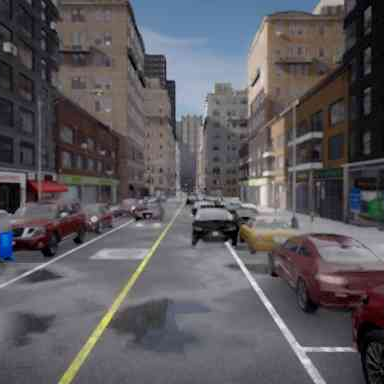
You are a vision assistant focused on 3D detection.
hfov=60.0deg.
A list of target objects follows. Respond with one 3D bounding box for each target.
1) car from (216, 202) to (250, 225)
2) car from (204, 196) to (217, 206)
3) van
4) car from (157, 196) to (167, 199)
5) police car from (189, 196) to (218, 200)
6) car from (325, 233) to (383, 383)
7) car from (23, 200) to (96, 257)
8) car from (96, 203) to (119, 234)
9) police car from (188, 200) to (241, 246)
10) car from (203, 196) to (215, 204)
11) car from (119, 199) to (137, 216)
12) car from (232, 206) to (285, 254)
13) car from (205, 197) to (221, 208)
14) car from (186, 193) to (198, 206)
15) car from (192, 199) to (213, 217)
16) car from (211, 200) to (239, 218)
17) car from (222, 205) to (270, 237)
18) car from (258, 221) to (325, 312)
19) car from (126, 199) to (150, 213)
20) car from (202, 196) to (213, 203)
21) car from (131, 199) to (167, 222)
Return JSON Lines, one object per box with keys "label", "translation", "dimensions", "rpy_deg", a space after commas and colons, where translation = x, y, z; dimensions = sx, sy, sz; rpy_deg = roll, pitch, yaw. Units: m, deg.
{"label": "car", "translation": [2.872, 1.495, 24.132], "dimensions": [1.947, 1.339, 4.313], "rpy_deg": [-1, 0, 0]}
{"label": "car", "translation": [2.891, 1.362, 52.231], "dimensions": [1.752, 1.417, 4.829], "rpy_deg": [-1, 0, 0]}
{"label": "van", "translation": [-5.675, 1.320, 7.378], "dimensions": [1.690, 1.788, 3.998], "rpy_deg": [-1, 0, 0]}
{"label": "car", "translation": [-5.646, 1.342, 63.236], "dimensions": [1.887, 1.381, 4.507], "rpy_deg": [-1, 0, 0]}
{"label": "police car", "translation": [0.912, 1.351, 25.298], "dimensions": [1.930, 1.638, 5.238], "rpy_deg": [0, 0, 0]}
{"label": "car", "translation": [2.853, 1.310, 1.788], "dimensions": [2.192, 1.841, 5.009], "rpy_deg": [-1, 0, 0]}
{"label": "car", "translation": [-5.673, 1.278, 12.964], "dimensions": [2.192, 1.841, 5.009], "rpy_deg": [-1, 0, 0]}
{"label": "car", "translation": [-5.668, 1.387, 18.550], "dimensions": [1.967, 1.590, 4.097], "rpy_deg": [-1, 0, 0]}
{"label": "police car", "translation": [0.907, 1.381, 15.298], "dimensions": [1.930, 1.638, 5.238], "rpy_deg": [0, 0, 0]}
{"label": "car", "translation": [2.896, 1.383, 57.647], "dimensions": [1.947, 1.339, 4.313], "rpy_deg": [-1, 0, 0]}
{"label": "car", "translation": [-5.663, 1.353, 29.721], "dimensions": [1.967, 1.590, 4.097], "rpy_deg": [-1, 0, 0]}
{"label": "car", "translation": [2.863, 1.487, 13.130], "dimensions": [1.752, 1.417, 4.829], "rpy_deg": [-1, 0, 0]}
{"label": "car", "translation": [2.888, 1.408, 46.475], "dimensions": [2.008, 1.369, 4.403], "rpy_deg": [-1, 0, 0]}
{"label": "car", "translation": [0.027, 1.317, 51.646], "dimensions": [1.882, 1.535, 5.008], "rpy_deg": [0, 0, 0]}
{"label": "car", "translation": [0.915, 1.434, 31.189], "dimensions": [1.812, 1.442, 4.674], "rpy_deg": [0, 0, 0]}
{"label": "car", "translation": [2.876, 1.463, 29.718], "dimensions": [2.008, 1.369, 4.403], "rpy_deg": [-1, 0, 0]}
{"label": "car", "translation": [2.868, 1.512, 18.546], "dimensions": [1.947, 1.339, 4.313], "rpy_deg": [-1, 0, 0]}
{"label": "car", "translation": [2.860, 1.561, 7.374], "dimensions": [1.802, 1.307, 4.206], "rpy_deg": [-1, 0, 0]}
{"label": "car", "translation": [-5.659, 1.477, 35.307], "dimensions": [1.802, 1.307, 4.206], "rpy_deg": [-1, 0, 0]}
{"label": "car", "translation": [2.899, 1.379, 63.233], "dimensions": [1.802, 1.307, 4.206], "rpy_deg": [-1, 0, 0]}
{"label": "car", "translation": [-3.084, 1.490, 25.204], "dimensions": [1.994, 1.385, 4.181], "rpy_deg": [0, 0, 0]}
